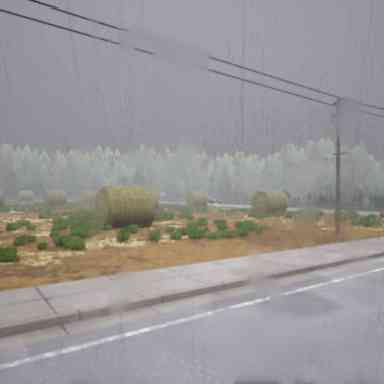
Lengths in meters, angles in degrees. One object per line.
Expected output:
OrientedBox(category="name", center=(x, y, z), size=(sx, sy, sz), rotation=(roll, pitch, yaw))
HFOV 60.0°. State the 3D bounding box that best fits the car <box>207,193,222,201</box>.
OrientedBox(category="car", center=(3.702, 1.231, 66.192), size=(2.150, 2.045, 5.566), rotation=(1, 0, -33))
